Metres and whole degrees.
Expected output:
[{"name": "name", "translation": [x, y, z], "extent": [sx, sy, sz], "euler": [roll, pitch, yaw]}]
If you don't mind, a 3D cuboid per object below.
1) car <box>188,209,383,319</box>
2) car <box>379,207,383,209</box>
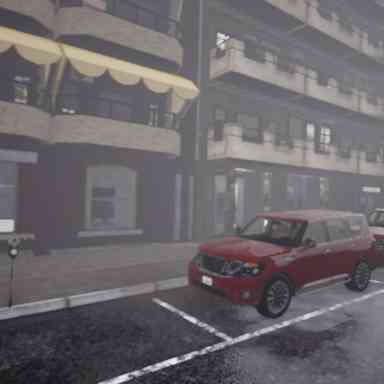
[{"name": "car", "translation": [2.346, 1.384, 7.741], "extent": [5.009, 1.841, 2.192], "euler": [1, 1, -35]}, {"name": "car", "translation": [6.849, 1.445, 10.951], "extent": [5.009, 1.841, 2.192], "euler": [1, 1, -35]}]
